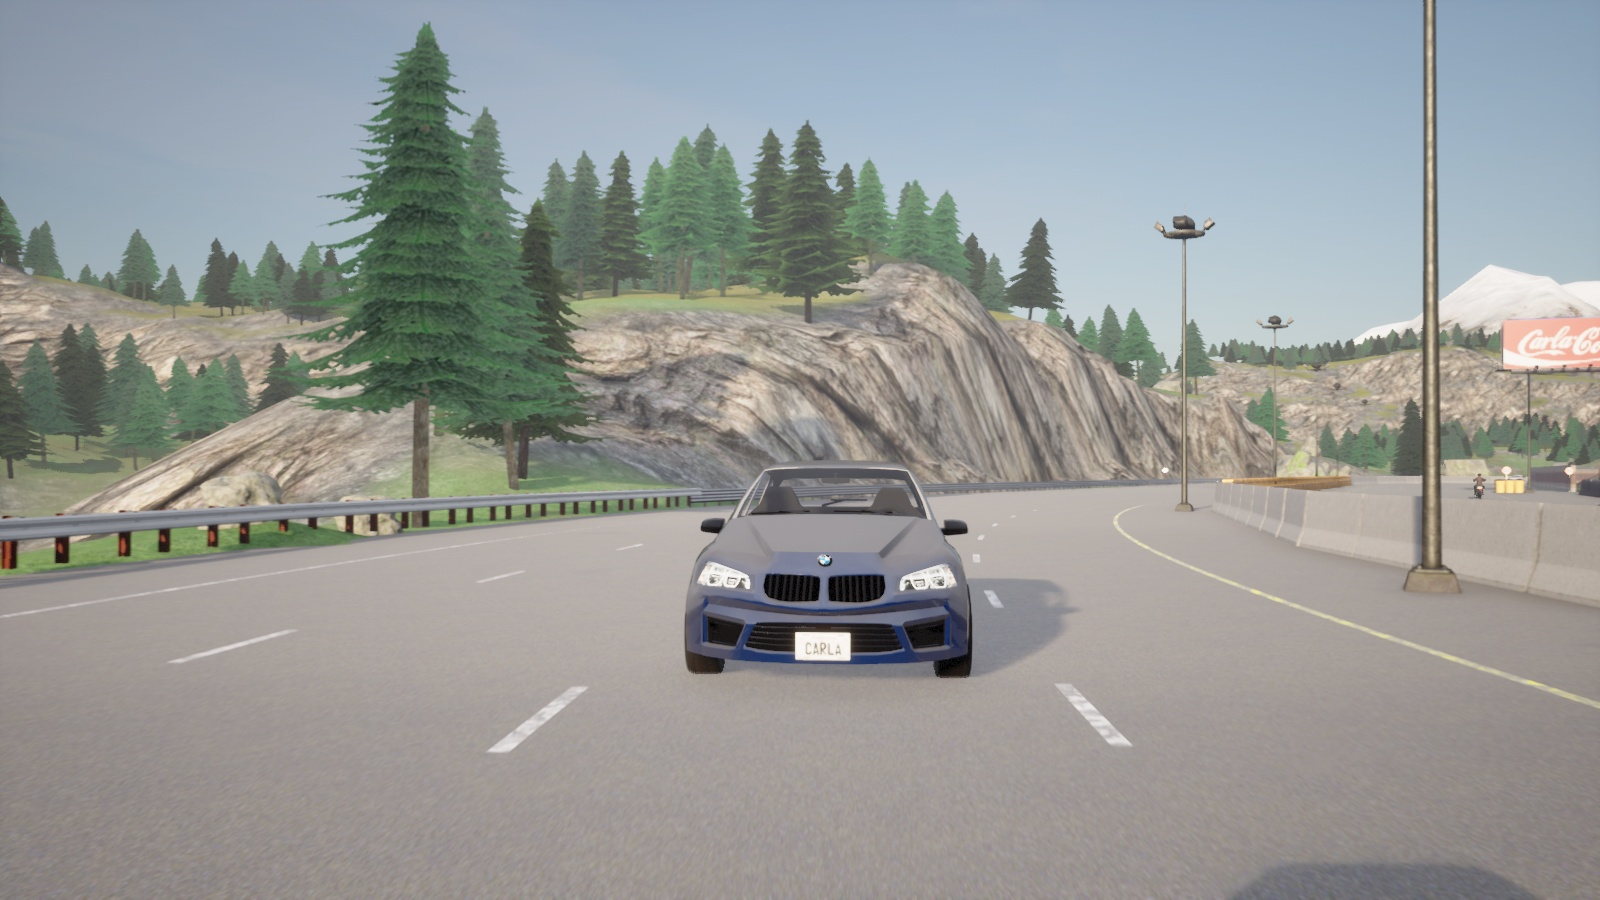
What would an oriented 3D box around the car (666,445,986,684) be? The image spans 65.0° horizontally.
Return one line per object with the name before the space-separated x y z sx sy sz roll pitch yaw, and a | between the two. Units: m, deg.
car | 0.329 0.845 11.121 2.242 1.667 4.611 0 -1 4
